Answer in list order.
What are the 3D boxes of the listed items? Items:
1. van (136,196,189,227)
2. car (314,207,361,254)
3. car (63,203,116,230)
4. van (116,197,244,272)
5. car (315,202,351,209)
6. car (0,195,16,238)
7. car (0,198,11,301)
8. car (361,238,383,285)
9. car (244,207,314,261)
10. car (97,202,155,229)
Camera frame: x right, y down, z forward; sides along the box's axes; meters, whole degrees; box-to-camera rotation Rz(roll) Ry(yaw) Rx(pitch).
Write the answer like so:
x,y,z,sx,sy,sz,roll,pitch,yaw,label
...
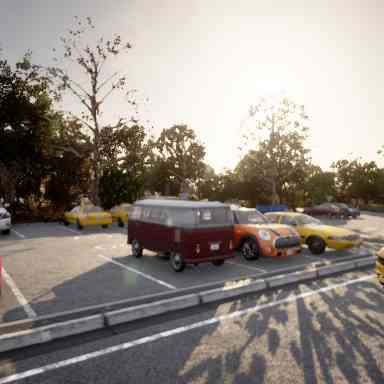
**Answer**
x,y,z,sx,sy,sz,roll,pitch,yaw,label
-2.305,1.338,24.585,1.878,1.987,4.442,1,-1,-36,van
4.374,1.552,14.193,1.946,1.575,5.366,1,-1,-36,car
-6.911,1.495,21.642,1.946,1.575,5.366,1,0,-36,car
-0.633,1.262,10.960,1.878,1.987,4.442,1,0,-36,van
14.512,2.096,36.798,2.002,1.452,4.674,2,-1,-36,car
-11.425,1.204,18.129,2.435,2.045,5.566,0,0,-36,car
-5.603,1.198,7.265,2.435,2.045,5.566,0,0,-36,car
6.554,1.535,8.350,5.008,1.535,1.882,1,0,-35,car
1.881,1.390,12.665,2.185,1.767,4.553,1,-1,-36,car
-4.751,1.524,23.196,1.946,1.575,5.366,1,-1,-36,car
